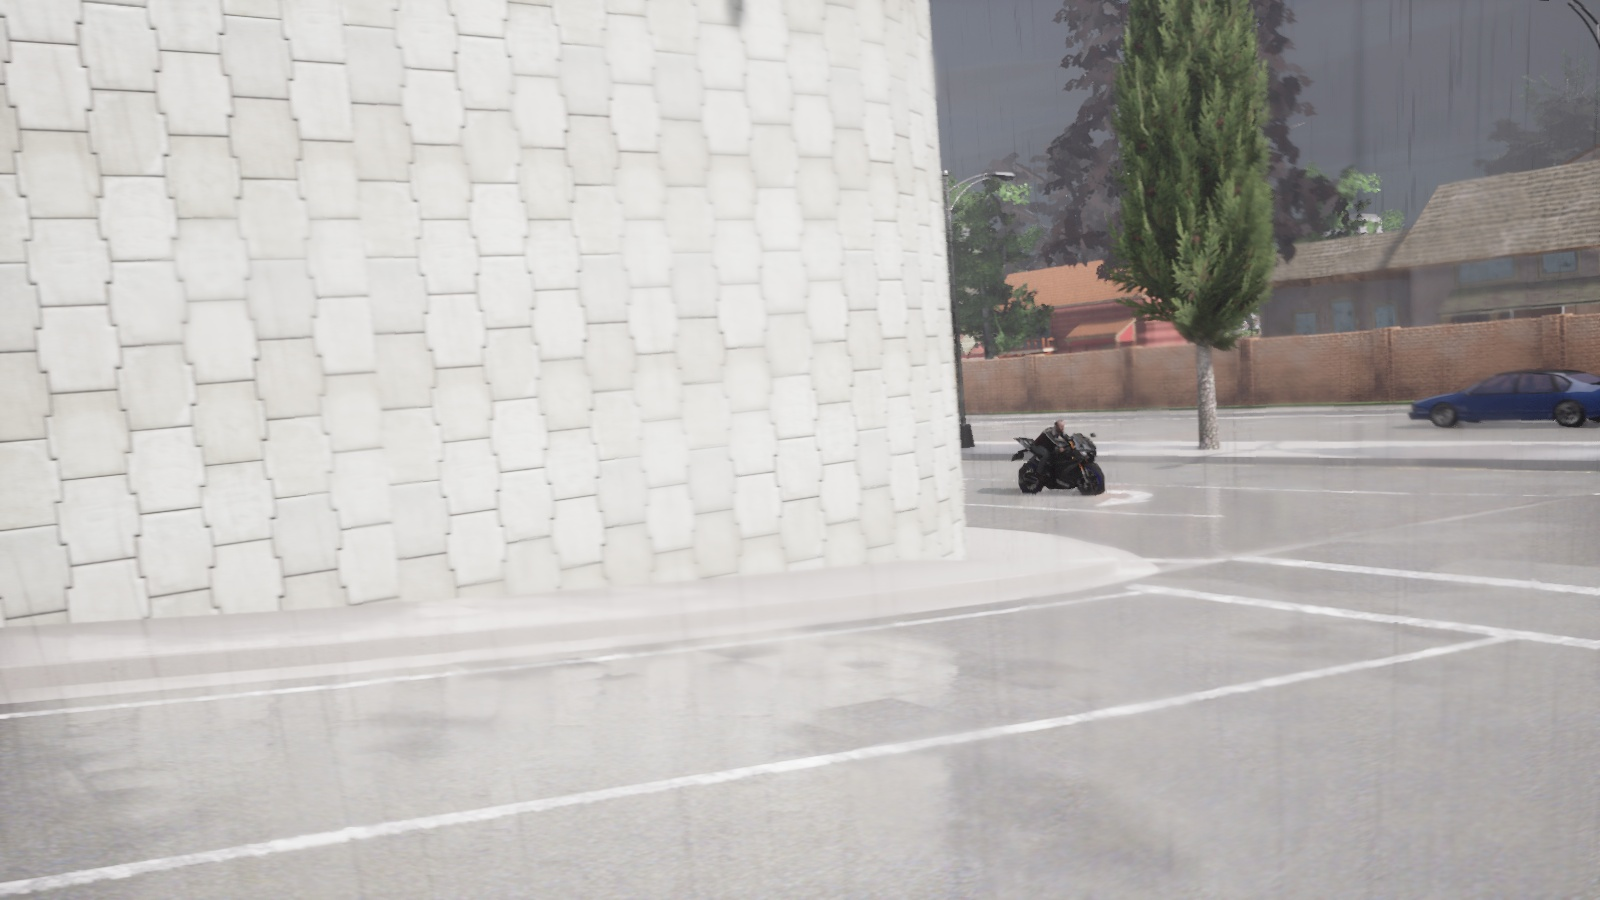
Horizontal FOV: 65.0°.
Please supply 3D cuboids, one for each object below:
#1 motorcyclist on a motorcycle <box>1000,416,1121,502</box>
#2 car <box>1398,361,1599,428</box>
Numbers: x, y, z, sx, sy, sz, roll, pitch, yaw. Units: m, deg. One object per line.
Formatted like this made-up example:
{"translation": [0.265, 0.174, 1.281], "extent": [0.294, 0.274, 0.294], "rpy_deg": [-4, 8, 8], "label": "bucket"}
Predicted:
{"translation": [5.041, 0.155, 24.461], "extent": [0.866, 1.530, 2.191], "rpy_deg": [-7, 4, -36], "label": "motorcyclist on a motorcycle"}
{"translation": [18.256, -1.392, 31.654], "extent": [2.033, 1.411, 5.357], "rpy_deg": [-7, 4, -36], "label": "car"}
